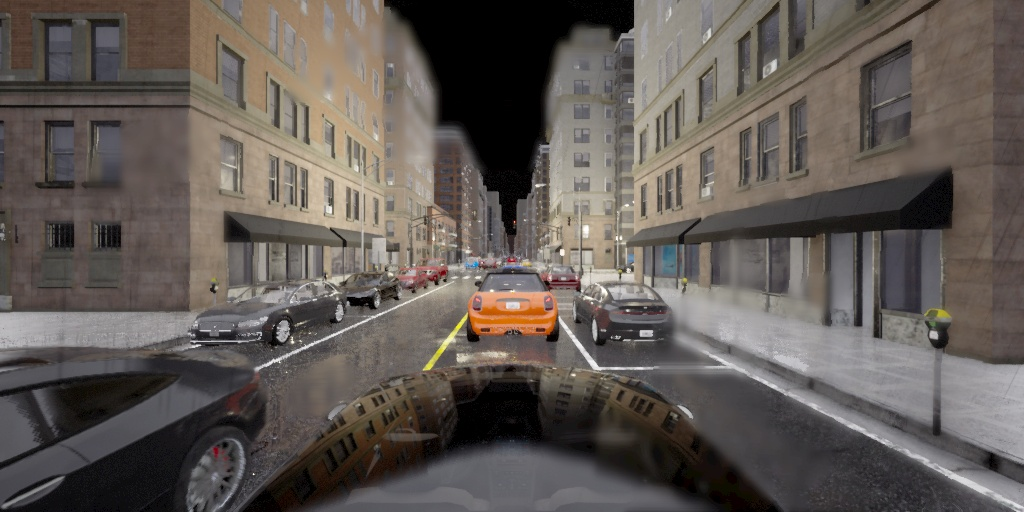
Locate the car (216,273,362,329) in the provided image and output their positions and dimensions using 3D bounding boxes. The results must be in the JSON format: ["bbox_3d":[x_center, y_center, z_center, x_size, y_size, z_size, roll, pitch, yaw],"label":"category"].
[{"bbox_3d":[-5.862,1.300,9.259,2.007,1.370,4.403,0,0,0],"label":"car"}]

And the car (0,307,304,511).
[{"bbox_3d":[-3.098,1.276,1.405,1.812,1.442,4.674,0,0,0],"label":"car"}]

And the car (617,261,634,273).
[{"bbox_3d":[14.536,1.239,40.974,4.892,1.490,1.837,0,0,1],"label":"car"}]

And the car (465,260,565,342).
[{"bbox_3d":[0.014,1.102,9.948,2.097,1.767,4.553,0,0,0],"label":"car"}]

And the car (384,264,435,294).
[{"bbox_3d":[-5.870,1.330,20.308,1.802,1.307,4.207,0,0,0],"label":"car"}]

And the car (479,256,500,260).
[{"bbox_3d":[-3.154,1.218,51.724,1.882,1.535,5.008,0,0,1],"label":"car"}]

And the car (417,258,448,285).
[{"bbox_3d":[-5.875,1.062,25.831,2.192,1.841,5.009,0,0,0],"label":"car"}]

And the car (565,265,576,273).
[{"bbox_3d":[2.656,1.188,20.340,1.967,1.591,4.097,0,0,0],"label":"car"}]

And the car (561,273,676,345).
[{"bbox_3d":[2.664,1.300,9.289,2.007,1.370,4.403,0,0,0],"label":"car"}]

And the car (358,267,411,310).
[{"bbox_3d":[-5.866,1.315,14.784,1.948,1.339,4.313,0,0,0],"label":"car"}]

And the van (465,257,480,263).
[{"bbox_3d":[-5.895,1.081,52.779,1.690,1.789,3.998,0,0,0],"label":"van"}]

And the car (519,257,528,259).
[{"bbox_3d":[2.622,1.261,64.171,1.751,1.417,4.829,0,0,0],"label":"car"}]
